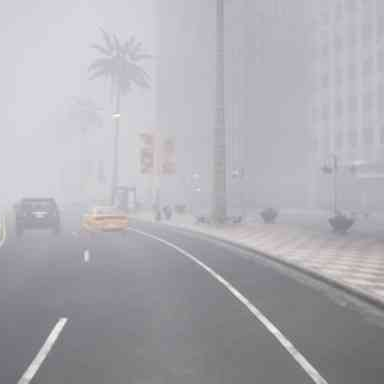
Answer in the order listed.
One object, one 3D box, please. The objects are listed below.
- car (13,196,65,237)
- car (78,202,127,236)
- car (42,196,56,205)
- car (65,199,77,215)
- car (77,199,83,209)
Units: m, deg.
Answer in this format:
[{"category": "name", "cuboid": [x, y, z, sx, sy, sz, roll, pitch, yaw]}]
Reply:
[{"category": "car", "cuboid": [-8.930, 1.323, 19.194, 2.150, 2.045, 5.566, 0, 0, -27]}, {"category": "car", "cuboid": [-5.140, 1.554, 19.252, 1.882, 1.535, 5.008, 0, 0, -25]}, {"category": "car", "cuboid": [-29.875, 1.704, 69.616, 2.185, 1.767, 4.553, 0, 0, -30]}, {"category": "car", "cuboid": [-14.030, 1.647, 35.574, 1.882, 1.535, 5.008, 0, 0, -29]}, {"category": "car", "cuboid": [-15.394, 1.679, 44.058, 2.231, 1.521, 4.892, 0, 0, -30]}]
